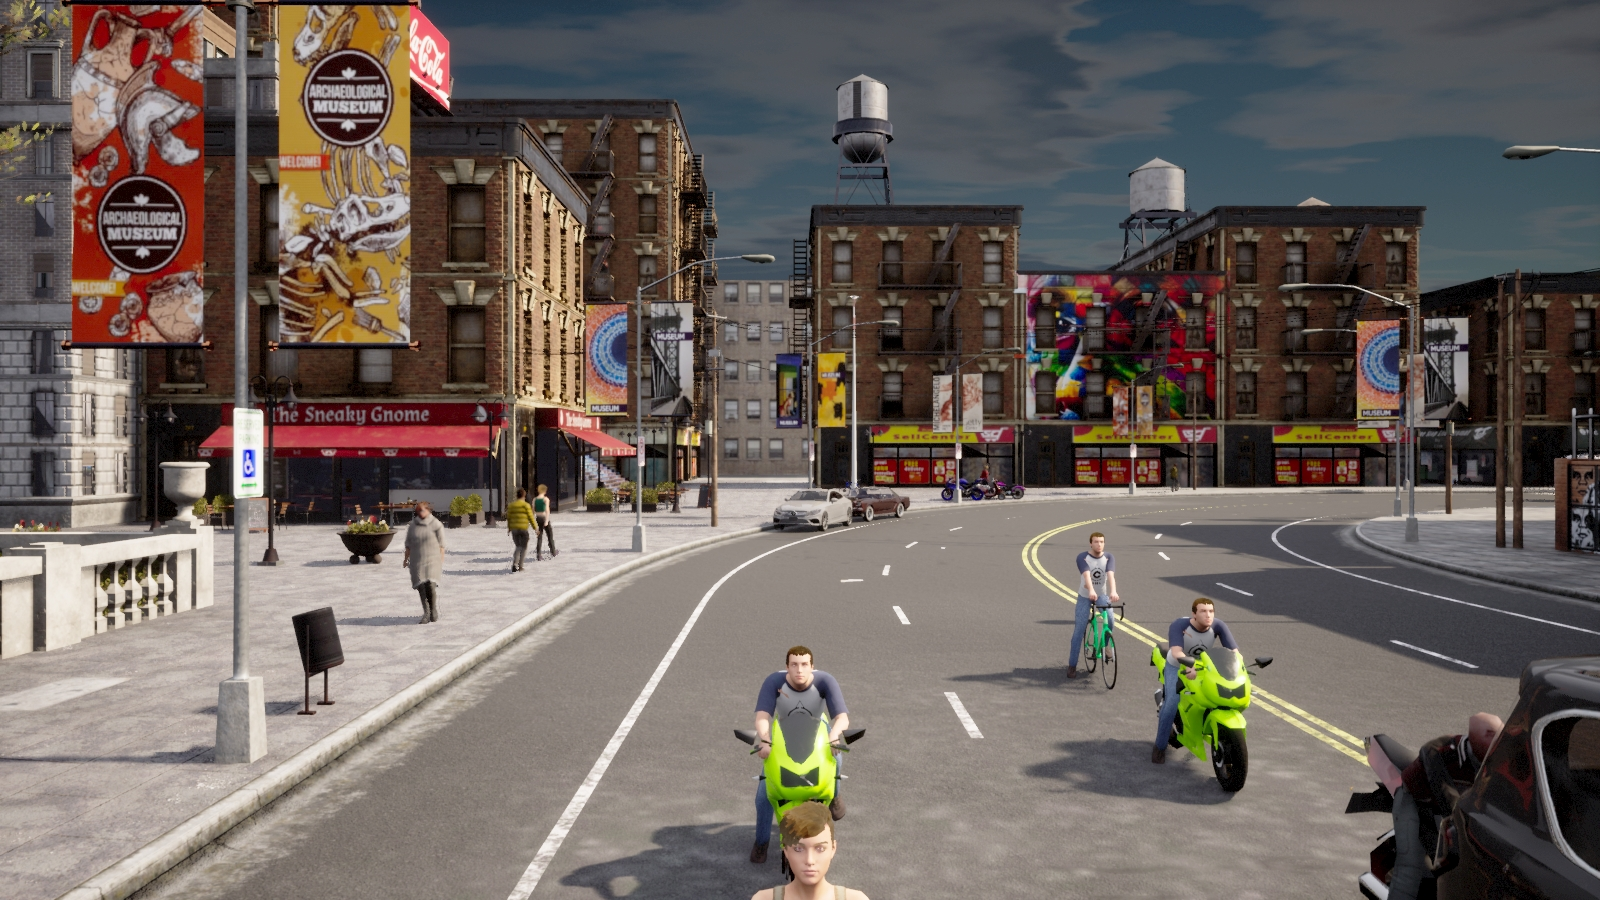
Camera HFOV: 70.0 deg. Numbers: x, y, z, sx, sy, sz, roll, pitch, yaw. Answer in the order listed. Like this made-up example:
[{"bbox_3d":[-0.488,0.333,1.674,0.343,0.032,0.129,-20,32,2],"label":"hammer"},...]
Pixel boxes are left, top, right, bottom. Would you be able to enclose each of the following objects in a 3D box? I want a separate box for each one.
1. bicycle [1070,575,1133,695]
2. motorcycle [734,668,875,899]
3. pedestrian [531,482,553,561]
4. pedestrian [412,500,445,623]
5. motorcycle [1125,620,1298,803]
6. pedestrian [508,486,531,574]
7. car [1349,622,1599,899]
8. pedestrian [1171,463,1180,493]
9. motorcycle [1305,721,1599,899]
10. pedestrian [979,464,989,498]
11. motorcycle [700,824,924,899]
[{"bbox_3d":[3.650,2.212,13.929,0.373,1.196,1.643,0,0,1],"label":"bicycle"},{"bbox_3d":[0.030,2.215,7.575,0.803,1.145,2.033,0,0,0],"label":"motorcycle"},{"bbox_3d":[-6.153,1.709,27.276,0.375,1.860,0.375,0,0,15],"label":"pedestrian"},{"bbox_3d":[-5.727,1.703,17.603,0.375,1.860,0.375,0,0,2],"label":"pedestrian"},{"bbox_3d":[3.536,2.217,10.038,0.803,1.145,2.033,0,0,0],"label":"motorcycle"},{"bbox_3d":[-6.025,1.706,24.535,0.375,1.860,0.375,0,0,9],"label":"pedestrian"},{"bbox_3d":[3.469,1.777,2.202,2.150,2.045,5.566,0,0,0],"label":"car"},{"bbox_3d":[23.284,1.723,70.926,0.375,1.860,0.375,0,0,-18],"label":"pedestrian"},{"bbox_3d":[3.503,2.238,5.847,0.867,1.251,2.209,1,-2,0],"label":"motorcycle"},{"bbox_3d":[10.246,1.722,63.667,0.375,1.860,0.375,0,0,-34],"label":"pedestrian"},{"bbox_3d":[0.039,2.172,3.492,0.764,1.277,2.356,0,0,0],"label":"motorcycle"}]
